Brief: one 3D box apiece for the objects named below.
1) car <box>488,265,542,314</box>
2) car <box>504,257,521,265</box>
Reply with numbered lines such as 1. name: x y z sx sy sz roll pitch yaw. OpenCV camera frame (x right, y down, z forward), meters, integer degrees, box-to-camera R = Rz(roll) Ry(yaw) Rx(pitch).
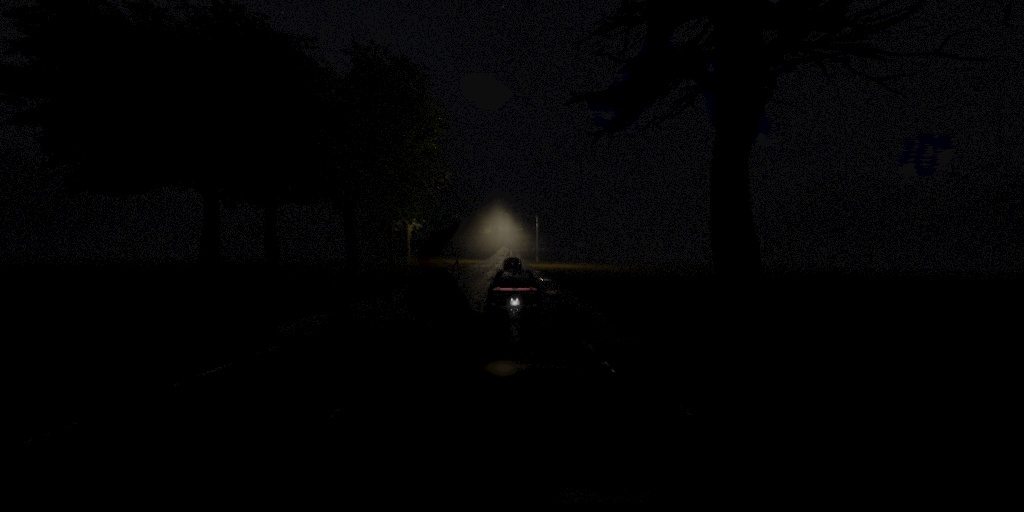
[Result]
1. car: 0.096 1.272 13.854 2.128 1.511 4.902 0 0 0
2. car: 0.091 0.918 45.179 2.097 1.767 4.553 0 0 0
